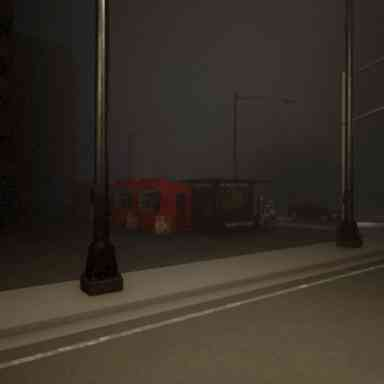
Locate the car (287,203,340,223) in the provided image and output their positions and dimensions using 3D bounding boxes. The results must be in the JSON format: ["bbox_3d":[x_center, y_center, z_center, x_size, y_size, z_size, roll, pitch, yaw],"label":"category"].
[{"bbox_3d":[10.231,1.673,27.693,1.837,1.490,4.892,0,-1,-36],"label":"car"}]
